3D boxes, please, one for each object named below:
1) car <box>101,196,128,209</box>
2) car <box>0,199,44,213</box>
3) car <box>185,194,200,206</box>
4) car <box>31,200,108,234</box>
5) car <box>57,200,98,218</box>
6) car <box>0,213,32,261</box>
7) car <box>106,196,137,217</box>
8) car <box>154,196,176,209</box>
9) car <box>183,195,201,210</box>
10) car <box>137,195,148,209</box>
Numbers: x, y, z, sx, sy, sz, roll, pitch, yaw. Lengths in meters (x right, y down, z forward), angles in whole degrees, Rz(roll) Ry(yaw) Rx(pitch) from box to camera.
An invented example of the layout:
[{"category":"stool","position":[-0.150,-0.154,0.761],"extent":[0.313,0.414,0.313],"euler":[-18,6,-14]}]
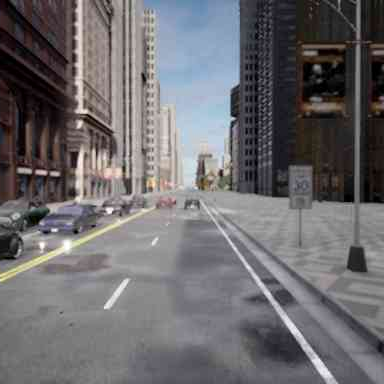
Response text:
[{"category":"car","position":[-9.726,1.249,42.205],"extent":[2.033,1.411,5.357],"euler":[0,0,1]},{"category":"car","position":[-9.823,1.224,18.955],"extent":[2.097,1.767,4.553],"euler":[0,0,0]},{"category":"car","position":[0.057,1.135,49.325],"extent":[2.128,1.511,4.902],"euler":[0,1,0]},{"category":"car","position":[-6.570,1.421,18.556],"extent":[2.033,1.411,5.357],"euler":[0,0,0]},{"category":"car","position":[-9.814,1.400,28.982],"extent":[1.895,1.301,4.718],"euler":[0,0,1]},{"category":"car","position":[-6.575,1.502,9.316],"extent":[1.994,1.385,4.181],"euler":[0,0,1]},{"category":"car","position":[-6.555,1.290,28.948],"extent":[2.128,1.511,4.902],"euler":[0,0,0]},{"category":"car","position":[-3.206,1.247,39.237],"extent":[1.812,1.442,4.674],"euler":[0,0,0]},{"category":"car","position":[0.044,1.228,38.851],"extent":[1.837,1.490,4.892],"euler":[0,0,0]},{"category":"car","position":[-6.495,1.215,40.613],"extent":[1.837,1.490,4.892],"euler":[0,1,0]}]
